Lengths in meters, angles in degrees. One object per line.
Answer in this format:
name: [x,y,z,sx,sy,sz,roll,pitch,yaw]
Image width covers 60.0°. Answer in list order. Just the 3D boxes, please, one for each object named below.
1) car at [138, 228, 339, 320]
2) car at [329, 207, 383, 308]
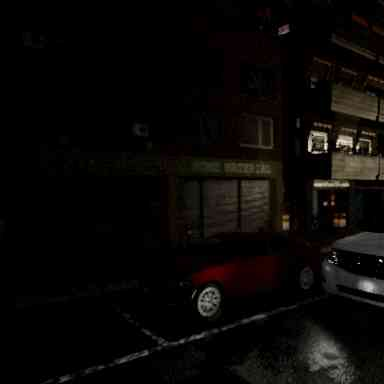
car: [1.005,1.533,7.288,4.507,1.381,1.887,0,0,-36]
car: [5.127,1.205,7.032,5.566,2.045,2.150,0,0,-36]
